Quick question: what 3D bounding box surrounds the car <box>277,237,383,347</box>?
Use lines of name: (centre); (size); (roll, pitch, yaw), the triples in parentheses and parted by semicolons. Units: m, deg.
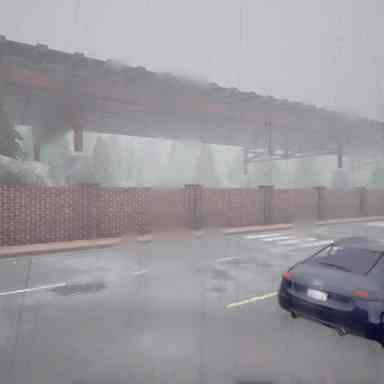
car: (3.563, 1.563, 6.303); (4.181, 1.385, 1.994); (0, 0, -36)
